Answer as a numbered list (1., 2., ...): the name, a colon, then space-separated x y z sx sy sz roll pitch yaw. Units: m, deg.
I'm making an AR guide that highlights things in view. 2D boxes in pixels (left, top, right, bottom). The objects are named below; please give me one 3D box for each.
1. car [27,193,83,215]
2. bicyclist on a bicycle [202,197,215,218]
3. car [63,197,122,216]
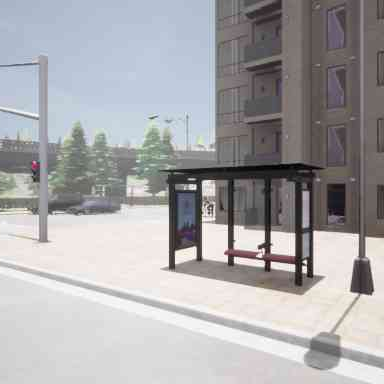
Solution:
1. car: -13.265 1.161 33.001 2.150 2.045 5.566 0 1 37
2. bicyclist on a bicycle: 1.253 1.245 26.671 1.656 1.620 0.582 0 0 36
3. car: -9.362 1.491 32.414 2.033 1.411 5.357 0 0 37
